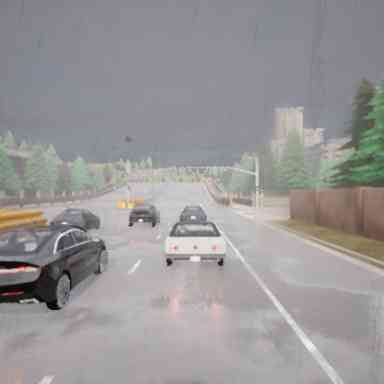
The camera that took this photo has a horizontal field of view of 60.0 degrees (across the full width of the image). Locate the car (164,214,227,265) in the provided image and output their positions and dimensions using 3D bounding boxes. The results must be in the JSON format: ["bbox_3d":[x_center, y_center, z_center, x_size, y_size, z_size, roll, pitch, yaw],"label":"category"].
[{"bbox_3d":[0.096,1.677,11.939,1.895,1.301,4.718,0,0,0],"label":"car"}]

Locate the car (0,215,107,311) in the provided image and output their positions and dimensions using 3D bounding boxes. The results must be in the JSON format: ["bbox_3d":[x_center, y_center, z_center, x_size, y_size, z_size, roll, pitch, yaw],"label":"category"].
[{"bbox_3d":[-3.402,1.543,7.864,2.128,1.511,4.902,0,0,0],"label":"car"}]

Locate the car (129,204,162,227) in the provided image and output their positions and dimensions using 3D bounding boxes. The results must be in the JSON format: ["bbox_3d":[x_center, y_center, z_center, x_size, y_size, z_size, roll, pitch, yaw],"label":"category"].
[{"bbox_3d":[-3.409,1.661,24.482,1.837,1.490,4.892,0,0,0],"label":"car"}]

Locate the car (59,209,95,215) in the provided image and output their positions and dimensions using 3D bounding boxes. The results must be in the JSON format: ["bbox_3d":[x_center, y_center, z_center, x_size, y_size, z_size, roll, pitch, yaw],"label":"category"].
[{"bbox_3d":[-6.908,1.693,20.045,1.994,1.385,4.181,0,0,0],"label":"car"}]

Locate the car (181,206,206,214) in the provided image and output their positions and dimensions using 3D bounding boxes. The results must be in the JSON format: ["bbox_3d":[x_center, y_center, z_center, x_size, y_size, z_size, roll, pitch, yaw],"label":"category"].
[{"bbox_3d":[0.089,1.722,24.725,1.994,1.385,4.181,0,0,0],"label":"car"}]
